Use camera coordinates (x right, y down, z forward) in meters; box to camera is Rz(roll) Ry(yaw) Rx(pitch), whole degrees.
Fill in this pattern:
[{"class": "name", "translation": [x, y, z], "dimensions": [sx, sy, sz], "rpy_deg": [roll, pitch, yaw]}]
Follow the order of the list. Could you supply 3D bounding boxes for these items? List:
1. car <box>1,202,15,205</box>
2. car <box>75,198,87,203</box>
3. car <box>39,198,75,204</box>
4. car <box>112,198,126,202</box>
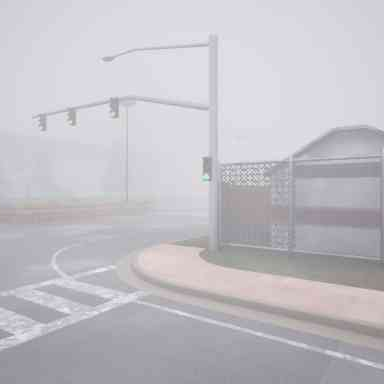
[{"class": "car", "translation": [-20.391, 1.547, 33.044], "dimensions": [2.033, 1.411, 5.357], "rpy_deg": [0, 0, 34]}, {"class": "car", "translation": [-15.147, 1.505, 40.886], "dimensions": [1.837, 1.490, 4.892], "rpy_deg": [0, 0, 34]}, {"class": "car", "translation": [-14.964, 1.564, 34.864], "dimensions": [1.994, 1.385, 4.181], "rpy_deg": [0, 0, 34]}, {"class": "car", "translation": [-9.109, 1.547, 43.624], "dimensions": [2.033, 1.411, 5.357], "rpy_deg": [0, 0, 33]}]
